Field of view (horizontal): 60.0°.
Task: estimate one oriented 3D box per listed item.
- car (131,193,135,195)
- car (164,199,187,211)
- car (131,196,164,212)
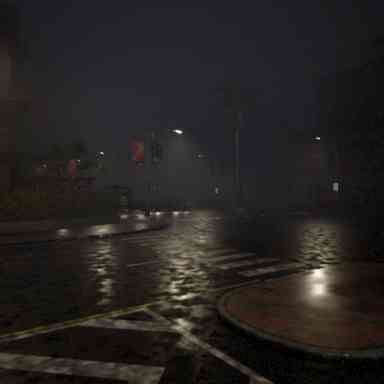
[{"bbox_3d":[-13.426,1.250,68.421,2.150,2.045,5.566,0,0,-39],"label":"car"},{"bbox_3d":[-2.494,1.548,40.706,1.812,1.442,4.674,0,0,-35],"label":"car"},{"bbox_3d":[-5.793,1.566,39.305,2.033,1.411,5.357,0,0,-35],"label":"car"}]
